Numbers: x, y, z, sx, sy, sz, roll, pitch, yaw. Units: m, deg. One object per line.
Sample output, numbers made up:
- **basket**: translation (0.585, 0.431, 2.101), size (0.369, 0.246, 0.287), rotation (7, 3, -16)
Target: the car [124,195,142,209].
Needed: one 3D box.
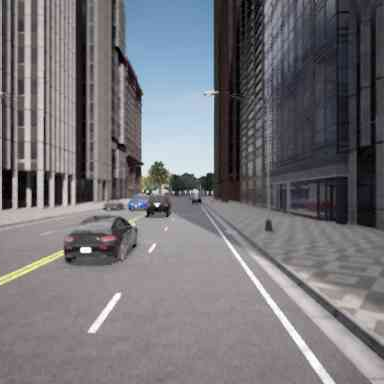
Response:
- **car**: translation (-6.583, 1.350, 41.746), size (2.150, 2.045, 5.566), rotation (0, 0, 0)

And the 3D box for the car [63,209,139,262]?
- **car**: translation (-3.135, 1.565, 12.136), size (1.812, 1.442, 4.674), rotation (0, 0, 0)

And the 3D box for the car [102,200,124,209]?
- **car**: translation (-9.834, 1.677, 42.104), size (2.033, 1.411, 5.357), rotation (0, 0, 0)

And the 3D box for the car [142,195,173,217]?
- **car**: translation (-3.144, 1.324, 32.620), size (2.150, 2.045, 5.566), rotation (0, 0, 0)

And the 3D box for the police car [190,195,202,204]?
- **police car**: translation (0.986, 1.623, 67.301), size (1.930, 1.638, 5.238), rotation (0, 0, 0)
